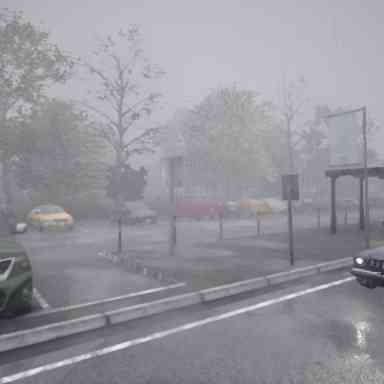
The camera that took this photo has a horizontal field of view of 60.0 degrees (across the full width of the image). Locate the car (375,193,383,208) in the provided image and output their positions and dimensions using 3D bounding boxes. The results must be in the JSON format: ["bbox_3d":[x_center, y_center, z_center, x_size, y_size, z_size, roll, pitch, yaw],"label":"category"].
[{"bbox_3d":[20.563,1.260,41.428,2.163,1.488,4.792,0,0,-36],"label":"car"}]

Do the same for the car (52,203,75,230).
[{"bbox_3d":[-8.665,1.454,20.270,1.946,1.575,5.366,0,0,-36],"label":"car"}]

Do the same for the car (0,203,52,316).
[{"bbox_3d":[-4.959,1.236,7.035,2.435,2.045,5.566,0,0,-36],"label":"car"}]

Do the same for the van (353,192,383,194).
[{"bbox_3d":[22.903,0.989,42.921,1.878,1.987,4.442,0,0,-36],"label":"van"}]

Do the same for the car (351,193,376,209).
[{"bbox_3d":[18.429,1.244,39.638,1.946,1.575,5.366,0,0,-36],"label":"car"}]

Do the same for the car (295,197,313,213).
[{"bbox_3d":[9.272,1.188,33.359,2.185,1.767,4.553,0,0,-36],"label":"car"}]

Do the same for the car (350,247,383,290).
[{"bbox_3d":[5.755,1.543,7.786,4.718,1.301,1.895,0,0,-35],"label":"car"}]

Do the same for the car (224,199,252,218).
[{"bbox_3d":[2.518,1.407,28.488,2.002,1.452,4.674,0,0,-36],"label":"car"}]

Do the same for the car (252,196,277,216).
[{"bbox_3d":[4.778,1.348,30.102,2.097,1.535,5.008,0,0,-36],"label":"car"}]

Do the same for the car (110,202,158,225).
[{"bbox_3d":[-4.240,1.451,23.626,2.163,1.488,4.792,0,0,-36],"label":"car"}]

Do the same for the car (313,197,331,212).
[{"bbox_3d":[11.545,1.297,34.953,2.097,1.535,5.008,0,0,-36],"label":"car"}]

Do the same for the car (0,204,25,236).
[{"bbox_3d":[-11.048,1.505,18.831,2.163,1.488,4.792,0,0,-36],"label":"car"}]

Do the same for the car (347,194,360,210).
[{"bbox_3d":[16.047,1.293,38.199,2.163,1.488,4.792,0,0,-36],"label":"car"}]

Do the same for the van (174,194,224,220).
[{"bbox_3d":[0.189,1.159,26.971,1.878,1.987,4.442,0,0,-36],"label":"van"}]

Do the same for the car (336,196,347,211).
[{"bbox_3d":[13.810,1.281,36.557,2.231,1.521,4.892,0,0,-36],"label":"car"}]

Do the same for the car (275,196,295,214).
[{"bbox_3d":[7.034,1.371,31.718,2.002,1.452,4.674,0,0,-36],"label":"car"}]
